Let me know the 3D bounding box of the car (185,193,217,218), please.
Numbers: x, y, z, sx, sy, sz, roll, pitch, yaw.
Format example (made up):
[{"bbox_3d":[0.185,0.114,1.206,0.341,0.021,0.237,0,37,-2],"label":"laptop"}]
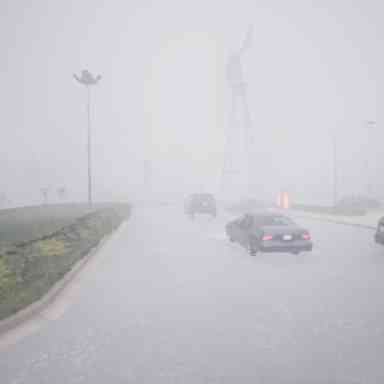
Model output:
[{"bbox_3d":[0.686,1.086,28.712,2.150,2.045,5.566,-1,1,-7],"label":"car"}]

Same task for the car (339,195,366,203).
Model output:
[{"bbox_3d":[17.782,1.040,35.228,4.193,1.474,1.816,-1,0,-7],"label":"car"}]

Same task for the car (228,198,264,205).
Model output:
[{"bbox_3d":[5.166,1.289,32.451,3.905,1.438,1.784,-1,0,-7],"label":"car"}]

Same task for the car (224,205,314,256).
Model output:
[{"bbox_3d":[2.677,1.448,12.766,2.033,1.411,5.357,-1,0,-6],"label":"car"}]

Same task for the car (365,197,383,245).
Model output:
[{"bbox_3d":[8.125,1.126,10.166,4.605,1.855,1.932,-1,0,-7],"label":"car"}]

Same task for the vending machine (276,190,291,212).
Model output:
[{"bbox_3d":[9.015,0.895,32.710,1.100,2.100,0.880,-1,0,-7],"label":"vending machine"}]
